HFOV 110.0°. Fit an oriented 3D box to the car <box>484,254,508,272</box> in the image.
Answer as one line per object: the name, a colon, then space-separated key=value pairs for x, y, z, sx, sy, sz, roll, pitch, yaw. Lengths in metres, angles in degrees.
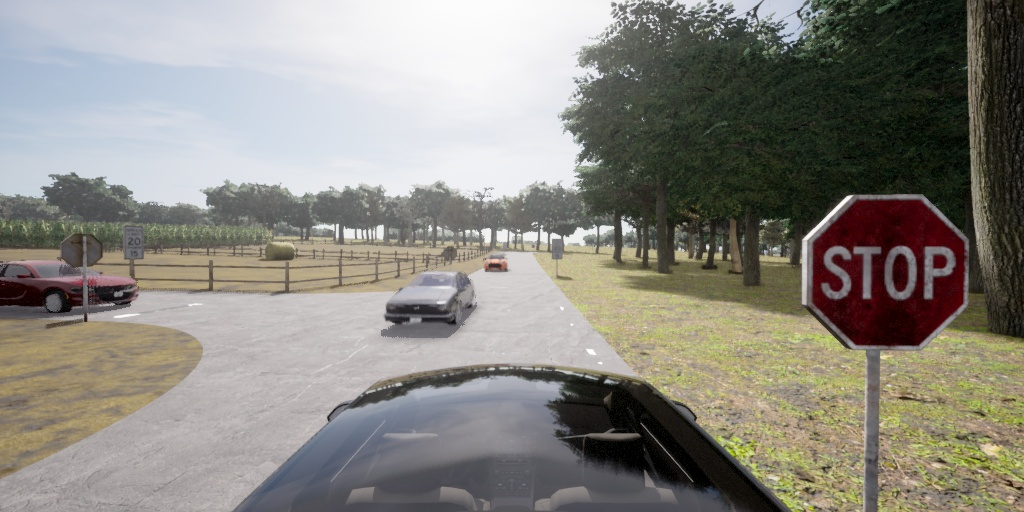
car: x=-1.478 y=0.559 z=34.902 sx=2.097 sy=1.767 sz=4.553 roll=0 pitch=1 yaw=2

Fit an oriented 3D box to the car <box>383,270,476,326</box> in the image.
car: x=-2.328 y=1.185 z=11.678 sx=2.033 sy=1.411 sz=5.357 roll=1 pitch=1 yaw=2

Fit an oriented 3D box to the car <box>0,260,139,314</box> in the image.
car: x=-15.013 y=0.898 z=11.561 sx=5.008 sy=1.535 sz=1.882 roll=1 pitch=1 yaw=3
